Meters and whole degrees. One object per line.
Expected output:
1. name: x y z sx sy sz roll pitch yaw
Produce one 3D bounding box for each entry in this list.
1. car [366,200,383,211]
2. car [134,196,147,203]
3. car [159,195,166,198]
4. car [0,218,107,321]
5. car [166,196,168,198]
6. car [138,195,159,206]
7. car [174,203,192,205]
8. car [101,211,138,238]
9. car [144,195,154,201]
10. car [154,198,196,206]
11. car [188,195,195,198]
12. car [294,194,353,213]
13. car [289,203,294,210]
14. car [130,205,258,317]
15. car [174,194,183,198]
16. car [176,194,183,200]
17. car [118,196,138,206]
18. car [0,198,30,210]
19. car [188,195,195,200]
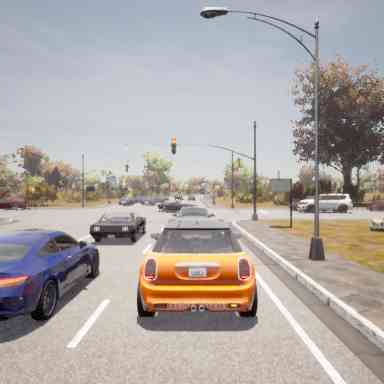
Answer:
1. car: 22.927 1.555 39.159 4.181 1.385 1.994 0 0 3
2. car: -10.584 1.502 68.526 1.837 1.490 4.892 0 0 0
3. car: -7.085 1.354 69.261 2.097 1.767 4.553 0 0 0
4. car: -3.409 1.526 7.161 1.812 1.442 4.674 0 0 0
5. car: -7.099 1.595 82.778 1.895 1.301 4.718 0 0 0
6. car: -7.156 1.491 54.648 2.128 1.511 4.902 0 0 0
7. car: 0.079 1.505 16.587 1.837 1.490 4.892 0 0 0
8. car: -3.420 1.601 16.319 1.895 1.301 4.718 0 0 0
9. car: -10.599 1.552 81.980 1.994 1.385 4.181 0 0 0
10. car: -1.556 1.601 36.291 4.718 1.301 1.895 0 0 42
11. car: -0.099 1.552 84.730 1.994 1.385 4.181 0 0 0
12. car: 14.422 1.221 36.103 5.566 2.045 2.150 0 0 3
13. car: 14.037 1.504 39.631 4.892 1.490 1.837 0 0 3
14. car: 0.091 1.352 7.629 2.097 1.767 4.553 0 0 0
15. car: -3.599 1.492 84.597 1.837 1.490 4.892 0 0 0
16. car: -3.571 1.374 95.005 1.812 1.442 4.674 0 0 1
17. car: -10.655 1.491 53.876 2.128 1.511 4.902 0 0 0
18. car: -22.951 1.477 41.499 5.008 1.535 1.882 0 0 4
19. car: -0.073 1.595 94.768 1.895 1.301 4.718 0 0 1
